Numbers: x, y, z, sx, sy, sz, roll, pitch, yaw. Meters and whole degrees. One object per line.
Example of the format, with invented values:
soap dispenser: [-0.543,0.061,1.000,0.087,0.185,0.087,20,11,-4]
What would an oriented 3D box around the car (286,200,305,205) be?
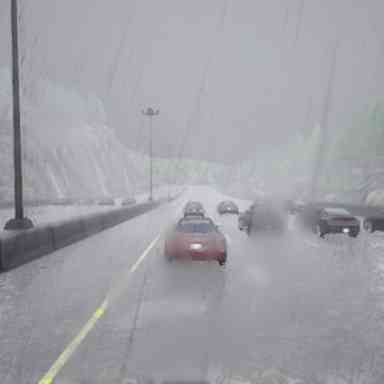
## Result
car: [10.683,1.587,34.092,1.812,1.442,4.674,0,0,0]

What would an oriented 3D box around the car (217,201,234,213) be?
car: [3.685,1.621,34.920,1.994,1.385,4.181,0,0,0]

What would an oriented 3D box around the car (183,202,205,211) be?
car: [0.173,1.594,30.074,2.033,1.411,5.357,0,0,0]

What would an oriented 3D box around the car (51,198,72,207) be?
car: [-20.905,1.614,54.114,2.033,1.411,5.357,0,0,1]

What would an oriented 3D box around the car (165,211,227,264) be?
car: [0.124,1.583,11.882,1.994,1.385,4.181,0,0,0]

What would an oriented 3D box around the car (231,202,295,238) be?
car: [3.642,1.522,18.019,2.128,1.511,4.902,0,0,0]

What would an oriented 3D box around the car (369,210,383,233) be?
car: [10.639,1.526,16.894,2.128,1.511,4.902,0,0,0]

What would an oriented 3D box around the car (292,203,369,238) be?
car: [7.141,1.538,17.827,1.837,1.490,4.892,0,0,0]

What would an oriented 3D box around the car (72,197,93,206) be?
car: [-17.410,1.562,54.771,2.128,1.511,4.902,0,0,1]

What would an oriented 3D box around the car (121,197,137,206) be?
car: [-10.410,1.582,55.243,1.837,1.490,4.892,0,0,1]

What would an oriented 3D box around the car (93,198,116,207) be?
car: [-13.910,1.620,54.275,2.033,1.411,5.357,0,0,1]
